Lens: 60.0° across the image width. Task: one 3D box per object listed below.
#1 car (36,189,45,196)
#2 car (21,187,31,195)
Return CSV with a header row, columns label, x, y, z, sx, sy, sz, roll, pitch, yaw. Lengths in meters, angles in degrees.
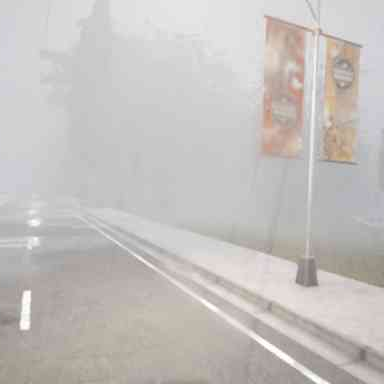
label,x,y,z,sx,sy,sz,roll,pitch,yaw
car,-38.028,-0.043,83.602,2.097,1.767,4.553,2,0,-25
car,-40.801,0.009,81.858,1.837,1.490,4.892,2,0,-25
